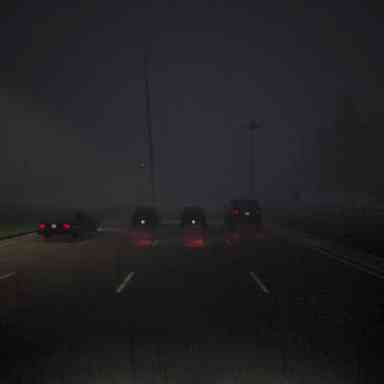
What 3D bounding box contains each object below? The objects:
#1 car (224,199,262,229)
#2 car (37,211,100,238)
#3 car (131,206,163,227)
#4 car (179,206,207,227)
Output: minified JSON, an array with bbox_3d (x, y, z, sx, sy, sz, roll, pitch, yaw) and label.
[{"bbox_3d":[3.606,1.532,24.366,2.150,2.045,5.566,0,0,0],"label":"car"},{"bbox_3d":[-6.895,1.791,19.119,2.033,1.411,5.357,0,-1,0],"label":"car"},{"bbox_3d":[-3.394,1.829,25.410,1.837,1.490,4.892,0,0,0],"label":"car"},{"bbox_3d":[0.106,1.829,25.429,1.837,1.490,4.892,0,0,0],"label":"car"}]
